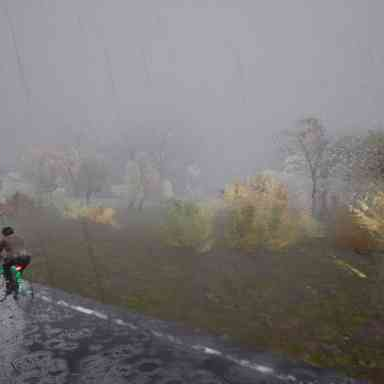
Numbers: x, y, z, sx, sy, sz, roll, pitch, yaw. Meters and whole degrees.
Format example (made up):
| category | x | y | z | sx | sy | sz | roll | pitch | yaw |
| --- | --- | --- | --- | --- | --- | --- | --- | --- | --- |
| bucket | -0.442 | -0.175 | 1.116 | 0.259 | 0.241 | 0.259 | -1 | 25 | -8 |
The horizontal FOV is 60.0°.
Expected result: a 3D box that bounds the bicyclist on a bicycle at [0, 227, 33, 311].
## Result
| category | x | y | z | sx | sy | sz | roll | pitch | yaw |
| --- | --- | --- | --- | --- | --- | --- | --- | --- | --- |
| bicyclist on a bicycle | -3.733 | 1.559 | 6.902 | 1.656 | 1.620 | 0.582 | -1 | -1 | 36 |
